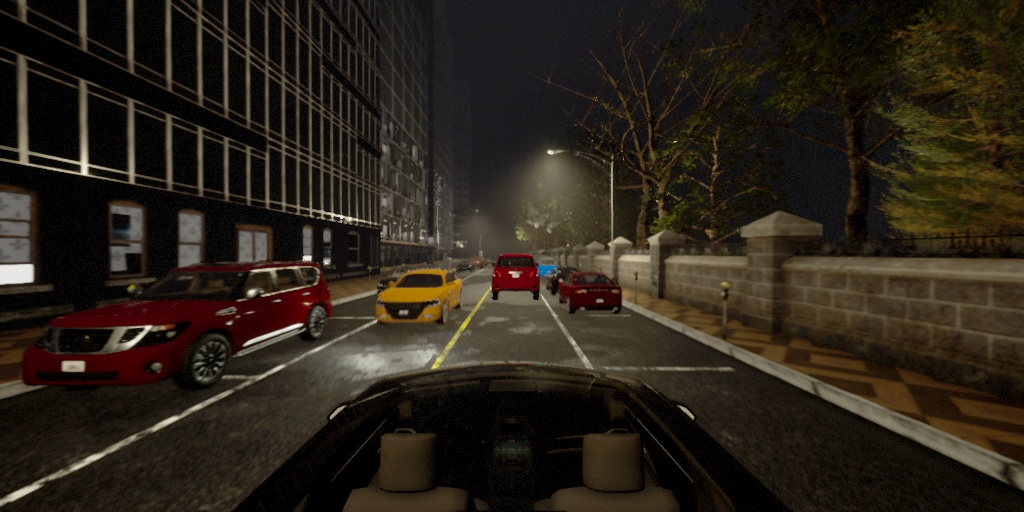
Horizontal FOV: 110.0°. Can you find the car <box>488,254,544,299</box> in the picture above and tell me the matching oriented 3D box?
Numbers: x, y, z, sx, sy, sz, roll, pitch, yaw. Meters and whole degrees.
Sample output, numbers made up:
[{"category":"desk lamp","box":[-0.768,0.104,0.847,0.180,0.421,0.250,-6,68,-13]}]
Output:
[{"category":"car","box":[0.177,0.915,17.776,2.150,2.045,5.566,0,0,0]}]

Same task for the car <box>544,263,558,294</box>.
[{"category":"car","box":[2.793,1.256,19.033,1.948,1.339,4.313,0,0,1]}]

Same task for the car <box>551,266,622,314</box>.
[{"category":"car","box":[2.750,1.255,13.392,1.888,1.381,4.507,0,0,0]}]

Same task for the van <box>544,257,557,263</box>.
[{"category":"van","box":[2.915,0.992,30.282,1.690,1.789,3.998,0,0,1]}]

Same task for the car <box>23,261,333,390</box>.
[{"category":"car","box":[-5.452,1.045,6.976,2.192,1.841,5.009,0,0,0]}]

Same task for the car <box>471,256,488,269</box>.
[{"category":"car","box":[-5.139,0.885,52.017,2.192,1.841,5.009,0,0,0]}]

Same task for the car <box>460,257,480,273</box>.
[{"category":"car","box":[-5.168,1.163,40.737,2.007,1.370,4.403,0,0,0]}]

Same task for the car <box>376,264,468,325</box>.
[{"category":"car","box":[-2.809,1.192,11.834,1.882,1.535,5.008,0,0,0]}]
